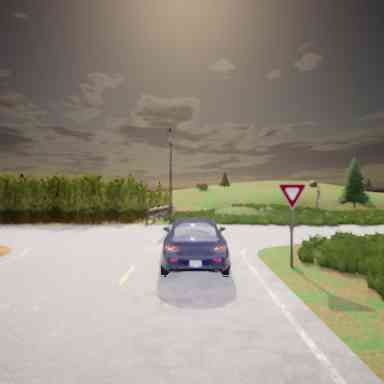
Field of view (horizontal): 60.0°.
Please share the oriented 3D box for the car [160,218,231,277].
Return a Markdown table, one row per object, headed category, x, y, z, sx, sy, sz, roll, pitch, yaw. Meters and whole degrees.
| category | x | y | z | sx | sy | sz | roll | pitch | yaw |
| --- | --- | --- | --- | --- | --- | --- | --- | --- | --- |
| car | 0.073 | 1.507 | 10.103 | 1.812 | 1.442 | 4.674 | 0 | 0 | 0 |
